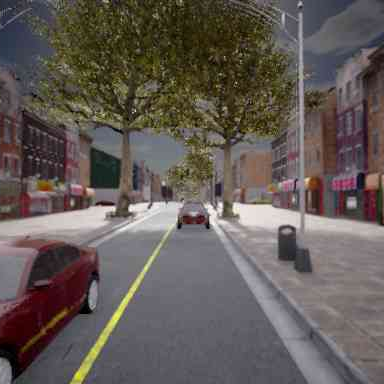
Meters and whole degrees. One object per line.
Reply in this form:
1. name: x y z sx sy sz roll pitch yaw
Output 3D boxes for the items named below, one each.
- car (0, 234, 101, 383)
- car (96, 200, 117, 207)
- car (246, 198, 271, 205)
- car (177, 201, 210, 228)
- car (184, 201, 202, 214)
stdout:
1. car: -2.800 1.495 4.843 1.882 1.535 5.008 0 0 1
2. car: -14.840 2.020 59.210 4.507 1.381 1.887 -1 -1 0
3. car: 12.174 1.703 59.388 4.829 1.417 1.752 -1 -1 0
4. car: 0.102 1.458 22.970 2.097 1.767 4.553 0 0 0
5. car: 0.105 1.779 40.049 1.994 1.385 4.181 0 0 0
